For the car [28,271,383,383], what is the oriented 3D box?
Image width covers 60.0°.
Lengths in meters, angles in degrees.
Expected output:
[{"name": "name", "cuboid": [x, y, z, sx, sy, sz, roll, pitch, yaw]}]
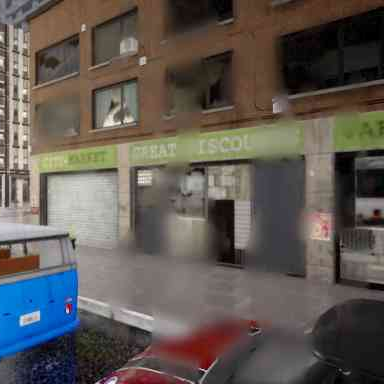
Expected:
[{"name": "car", "cuboid": [1.112, 1.440, 1.933, 4.097, 1.590, 1.967, 0, 0, 35]}]

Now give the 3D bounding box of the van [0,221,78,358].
[{"name": "van", "cuboid": [-3.528, 1.343, 5.228, 3.998, 1.788, 1.690, 0, 0, 35]}]
